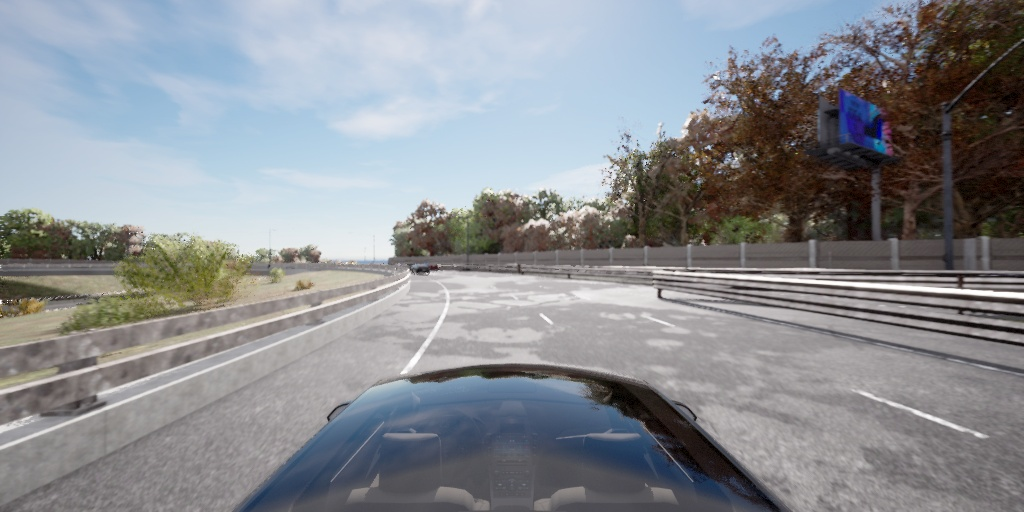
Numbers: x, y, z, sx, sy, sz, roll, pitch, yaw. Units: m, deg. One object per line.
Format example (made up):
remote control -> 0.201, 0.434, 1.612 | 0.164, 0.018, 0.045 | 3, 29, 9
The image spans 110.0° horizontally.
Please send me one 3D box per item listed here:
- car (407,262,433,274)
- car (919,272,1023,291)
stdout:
car -> -13.527, 1.870, 52.524 | 1.882, 1.535, 5.008 | 1, -1, -29
car -> 20.564, 1.377, 14.586 | 5.357, 1.411, 2.033 | -1, -1, 29
